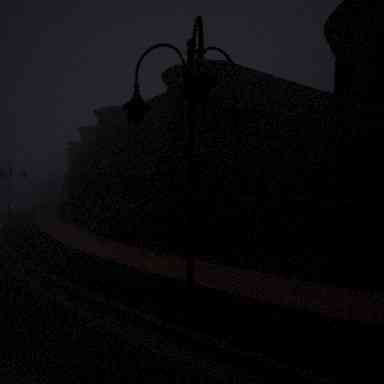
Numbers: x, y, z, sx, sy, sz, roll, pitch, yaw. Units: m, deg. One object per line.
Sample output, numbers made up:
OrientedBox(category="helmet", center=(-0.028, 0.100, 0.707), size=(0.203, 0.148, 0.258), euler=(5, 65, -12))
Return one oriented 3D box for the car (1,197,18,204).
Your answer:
OrientedBox(category="car", center=(-34.364, 1.584, 62.904), size=(1.812, 1.442, 4.674), euler=(0, 0, -10))
